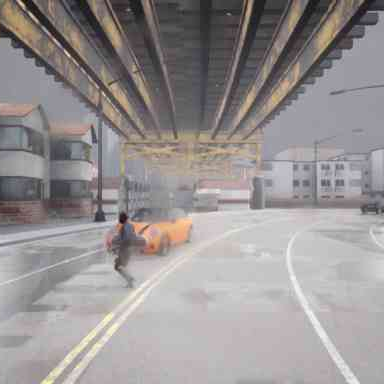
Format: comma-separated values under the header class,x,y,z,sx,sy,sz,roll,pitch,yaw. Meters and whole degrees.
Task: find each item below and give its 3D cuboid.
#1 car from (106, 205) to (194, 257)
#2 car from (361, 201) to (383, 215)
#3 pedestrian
class,x,y,z,sx,sy,sz,roll,pitch,yaw
car,-1.461,1.364,13.111,2.097,1.767,4.553,0,0,17
car,20.841,1.755,37.133,4.902,1.511,2.128,2,-1,-33
pedestrian,-1.529,1.299,7.693,0.375,1.860,0.375,1,-1,10
